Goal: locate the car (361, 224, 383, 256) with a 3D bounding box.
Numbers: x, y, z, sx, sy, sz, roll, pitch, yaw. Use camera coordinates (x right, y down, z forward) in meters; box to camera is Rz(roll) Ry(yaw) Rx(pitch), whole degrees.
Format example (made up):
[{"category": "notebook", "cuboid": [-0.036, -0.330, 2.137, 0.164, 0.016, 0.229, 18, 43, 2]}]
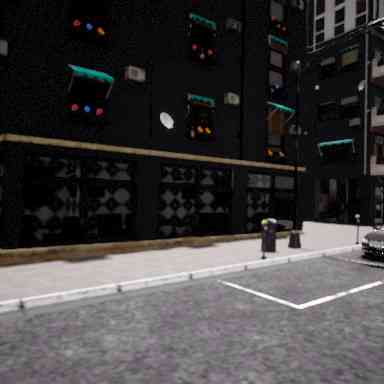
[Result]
[{"category": "car", "cuboid": [8.069, 1.681, 12.464, 4.403, 1.369, 2.008, 1, 1, -36]}]
